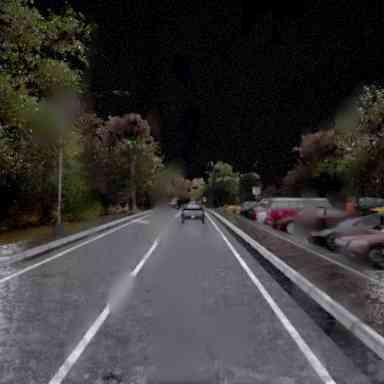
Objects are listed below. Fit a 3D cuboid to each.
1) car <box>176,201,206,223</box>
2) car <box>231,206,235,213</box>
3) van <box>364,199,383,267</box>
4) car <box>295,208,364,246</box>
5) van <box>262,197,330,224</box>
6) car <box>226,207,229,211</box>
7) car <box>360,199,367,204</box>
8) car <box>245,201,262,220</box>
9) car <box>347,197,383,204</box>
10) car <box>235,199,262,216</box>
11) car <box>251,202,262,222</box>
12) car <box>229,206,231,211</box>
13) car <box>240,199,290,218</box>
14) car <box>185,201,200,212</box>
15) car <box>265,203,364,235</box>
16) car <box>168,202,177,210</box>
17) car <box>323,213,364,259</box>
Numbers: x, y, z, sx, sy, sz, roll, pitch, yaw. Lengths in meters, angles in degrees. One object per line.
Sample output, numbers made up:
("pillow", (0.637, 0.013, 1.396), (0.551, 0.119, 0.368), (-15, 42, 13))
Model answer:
("car", (0.097, 1.686, 27.434), (2.128, 1.511, 4.902), (0, 0, 0))
("car", (7.135, 1.775, 35.818), (5.008, 1.535, 2.097), (0, -1, 0))
("van", (6.957, 1.248, 8.065), (4.442, 1.987, 1.878), (0, -1, 0))
("car", (7.055, 1.562, 13.615), (4.792, 1.488, 2.163), (0, -1, 0))
("van", (7.218, 1.394, 21.945), (4.442, 1.987, 1.878), (0, -1, 0))
("car", (6.954, 1.870, 41.359), (5.366, 1.575, 1.946), (0, -1, 0))
("car", (20.017, 1.732, 32.802), (5.366, 1.575, 1.946), (0, -1, 0))
("car", (7.142, 1.707, 27.493), (4.792, 1.488, 2.163), (0, -1, 0))
("car", (20.236, 1.519, 35.574), (5.566, 2.045, 2.435), (0, -1, 0))
("car", (7.089, 1.456, 30.273), (5.566, 2.045, 2.435), (0, -1, 0))
("car", (7.109, 1.689, 24.718), (4.674, 1.452, 2.002), (0, -1, 0))
("car", (7.139, 1.821, 38.590), (4.892, 1.521, 2.231), (0, -1, 0))
("car", (7.154, 1.613, 33.043), (4.553, 1.767, 2.185), (0, -1, 0))
("car", (0.070, 2.120, 49.855), (2.128, 1.511, 4.902), (0, -2, 0))
("car", (7.101, 1.590, 19.166), (5.008, 1.535, 2.097), (0, -1, 0))
("car", (-3.215, 2.447, 58.524), (2.033, 1.411, 5.357), (0, -2, 1))
("car", (7.082, 1.543, 10.838), (4.674, 1.452, 2.002), (0, -1, 0))
